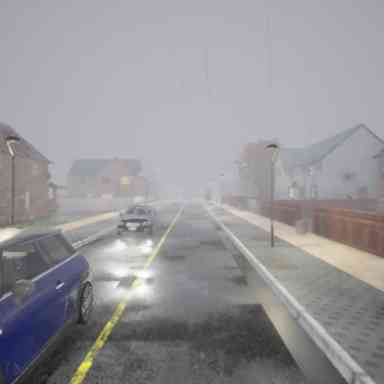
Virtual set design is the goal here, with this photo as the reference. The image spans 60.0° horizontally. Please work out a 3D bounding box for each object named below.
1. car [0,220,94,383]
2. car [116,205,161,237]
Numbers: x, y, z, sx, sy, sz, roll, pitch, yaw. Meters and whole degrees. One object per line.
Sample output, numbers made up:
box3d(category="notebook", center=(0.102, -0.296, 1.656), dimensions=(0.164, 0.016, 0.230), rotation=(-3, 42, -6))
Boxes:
box3d(category="car", center=(-2.808, 1.348, 4.043), dimensions=(2.097, 1.767, 4.553), rotation=(0, 0, 0))
box3d(category="car", center=(-2.793, 1.483, 18.221), dimensions=(2.128, 1.511, 4.902), rotation=(0, 0, 1))
